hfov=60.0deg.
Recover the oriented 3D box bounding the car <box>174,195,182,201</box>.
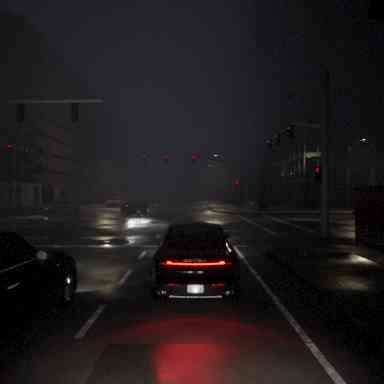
[{"bbox_3d":[-3.507,1.547,84.235,1.994,1.385,4.181,0,0,1],"label":"car"}]

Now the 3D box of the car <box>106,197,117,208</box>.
[{"bbox_3d":[-10.970,1.474,47.732,1.882,1.535,5.008,0,0,0],"label":"car"}]

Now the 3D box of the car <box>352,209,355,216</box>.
[{"bbox_3d":[15.976,1.654,27.665,4.718,1.301,1.895,0,0,0],"label":"car"}]

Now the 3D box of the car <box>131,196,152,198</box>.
[{"bbox_3d":[-7.474,1.598,48.294,1.895,1.301,4.718,0,0,0],"label":"car"}]

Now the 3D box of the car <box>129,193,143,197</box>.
[{"bbox_3d":[-10.769,1.216,64.273,2.150,2.045,5.566,0,0,1],"label":"car"}]

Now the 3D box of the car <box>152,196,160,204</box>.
[{"bbox_3d":[-7.268,1.543,64.212,2.033,1.411,5.357,0,0,1],"label":"car"}]

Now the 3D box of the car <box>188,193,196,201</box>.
[{"bbox_3d":[-0.004,1.220,84.459,2.150,2.045,5.566,0,0,1],"label":"car"}]

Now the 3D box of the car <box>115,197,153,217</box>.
[{"bbox_3d":[-5.652,1.517,31.730,2.128,1.511,4.902,0,0,-22],"label":"car"}]

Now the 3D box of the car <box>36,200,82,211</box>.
[{"bbox_3d":[-13.297,1.553,33.525,1.812,1.442,4.674,1,0,30],"label":"car"}]

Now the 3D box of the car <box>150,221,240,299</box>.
[{"bbox_3d":[0.082,1.504,8.441,1.837,1.490,4.892,0,0,0],"label":"car"}]

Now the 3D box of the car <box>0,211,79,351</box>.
[{"bbox_3d":[-3.445,1.352,5.119,2.097,1.767,4.553,0,0,0],"label":"car"}]
